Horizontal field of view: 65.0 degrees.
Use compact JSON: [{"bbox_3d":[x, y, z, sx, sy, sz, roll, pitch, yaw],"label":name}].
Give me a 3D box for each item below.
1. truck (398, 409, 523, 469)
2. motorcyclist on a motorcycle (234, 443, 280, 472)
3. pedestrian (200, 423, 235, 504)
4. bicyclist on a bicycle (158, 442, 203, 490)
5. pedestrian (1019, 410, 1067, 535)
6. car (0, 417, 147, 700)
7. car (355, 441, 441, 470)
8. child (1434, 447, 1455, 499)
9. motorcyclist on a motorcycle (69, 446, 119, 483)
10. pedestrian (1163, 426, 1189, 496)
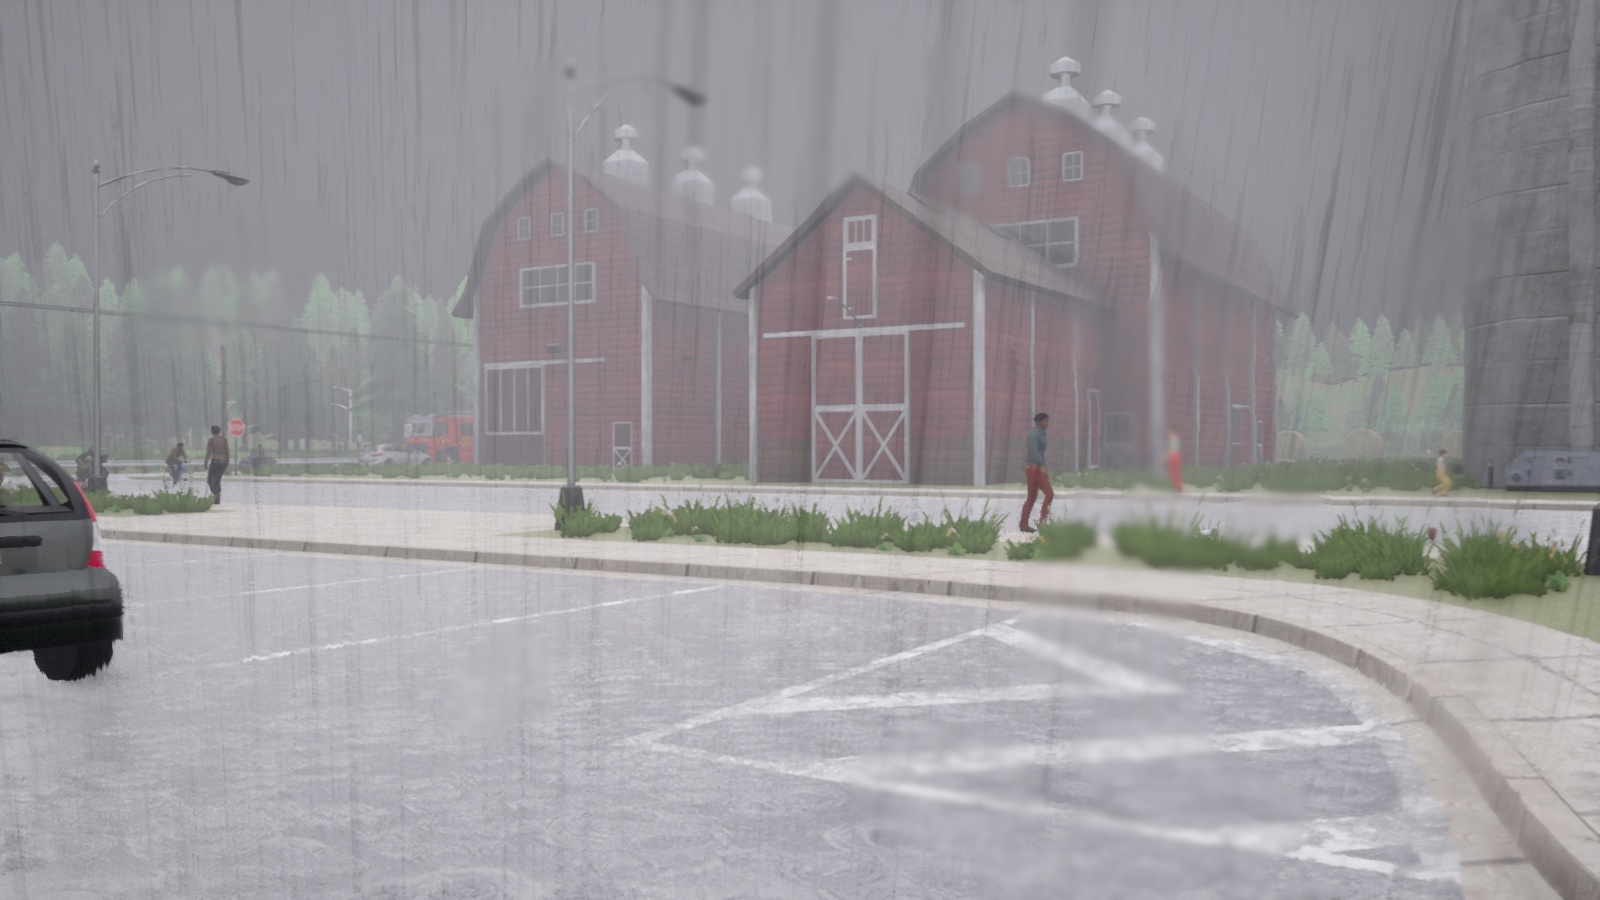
[{"bbox_3d":[-22.886,-0.731,85.166,2.891,3.827,8.468,0,0,32],"label":"truck"},{"bbox_3d":[-31.087,0.432,71.920,0.766,1.649,2.350,0,0,32],"label":"motorcyclist on a motorcycle"},{"bbox_3d":[-13.149,0.298,28.348,0.869,1.805,0.328,0,0,37],"label":"pedestrian"},{"bbox_3d":[-21.512,0.539,43.603,1.656,1.620,0.582,1,0,31],"label":"bicyclist on a bicycle"},{"bbox_3d":[3.633,0.333,18.779,0.614,1.847,0.353,0,0,30],"label":"pedestrian"},{"bbox_3d":[-6.255,0.615,8.271,3.988,1.617,1.851,0,0,35],"label":"car"},{"bbox_3d":[-24.322,0.310,76.199,2.242,1.667,4.611,0,0,32],"label":"car"},{"bbox_3d":[16.009,0.568,31.191,0.437,1.263,0.270,0,0,33],"label":"child"},{"bbox_3d":[-29.469,0.588,52.408,2.191,1.530,0.866,0,0,31],"label":"motorcyclist on a motorcycle"},{"bbox_3d":[9.901,0.281,33.023,0.594,1.836,0.345,0,0,29],"label":"pedestrian"}]
